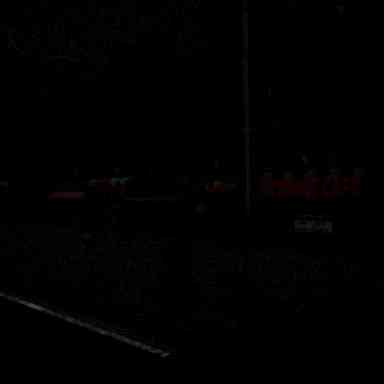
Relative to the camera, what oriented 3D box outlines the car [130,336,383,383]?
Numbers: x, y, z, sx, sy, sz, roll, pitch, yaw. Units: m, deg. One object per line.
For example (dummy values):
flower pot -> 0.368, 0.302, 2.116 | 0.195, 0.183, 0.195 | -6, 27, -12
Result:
car -> 1.362, 1.582, 1.847 | 4.206, 1.307, 1.802 | 0, -1, 36
